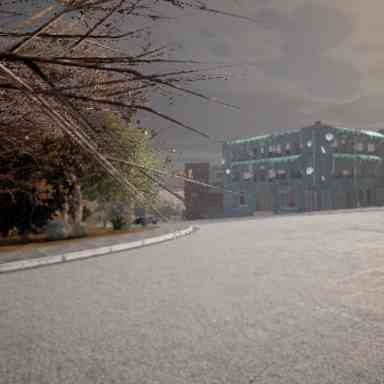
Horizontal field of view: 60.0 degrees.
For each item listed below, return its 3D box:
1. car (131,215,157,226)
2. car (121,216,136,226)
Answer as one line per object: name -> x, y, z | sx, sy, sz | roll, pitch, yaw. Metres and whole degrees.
car -> -6.184, 3.719, 44.025 | 1.994, 1.385, 4.181 | -2, -5, -28
car -> -10.353, 4.652, 53.769 | 1.812, 1.442, 4.674 | -1, -4, -18
